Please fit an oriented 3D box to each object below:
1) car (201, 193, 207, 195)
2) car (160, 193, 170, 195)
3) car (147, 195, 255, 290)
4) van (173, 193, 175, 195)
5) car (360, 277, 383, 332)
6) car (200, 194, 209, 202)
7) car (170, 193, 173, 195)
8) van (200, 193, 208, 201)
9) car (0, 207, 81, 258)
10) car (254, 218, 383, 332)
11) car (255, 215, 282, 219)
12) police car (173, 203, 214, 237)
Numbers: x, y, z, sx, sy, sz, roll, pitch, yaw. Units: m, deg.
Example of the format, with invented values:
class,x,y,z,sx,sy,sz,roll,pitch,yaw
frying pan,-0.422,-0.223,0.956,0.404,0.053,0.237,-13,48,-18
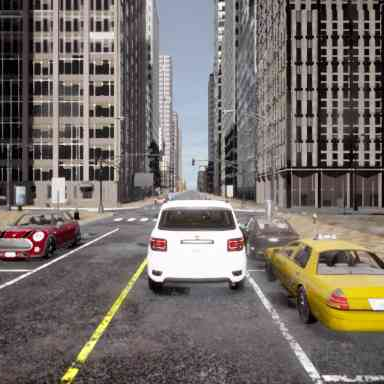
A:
class,x,y,z,sx,sy,sz,roll,pitch,yaw
car,2.836,1.380,61.685,1.967,1.590,4.097,0,0,0
car,-5.736,1.380,61.693,1.967,1.590,4.097,0,0,0
car,0.107,1.220,9.212,2.150,2.045,5.566,0,0,0
van,-5.622,1.225,84.433,1.690,1.788,3.998,0,0,0
car,2.693,1.551,1.086,2.008,1.369,4.403,0,0,0
car,2.748,1.353,73.053,1.967,1.590,4.097,0,0,0
car,-5.665,1.242,67.378,2.192,1.841,5.009,0,0,0
van,2.753,1.239,78.738,1.690,1.788,3.998,0,0,0
car,-5.678,1.437,12.430,1.967,1.590,4.097,0,0,0
car,2.697,1.525,6.927,1.752,1.417,4.829,0,0,0
car,2.702,1.548,12.425,2.008,1.369,4.403,0,0,0
police car,0.111,1.497,19.132,2.038,1.542,4.974,0,0,1
